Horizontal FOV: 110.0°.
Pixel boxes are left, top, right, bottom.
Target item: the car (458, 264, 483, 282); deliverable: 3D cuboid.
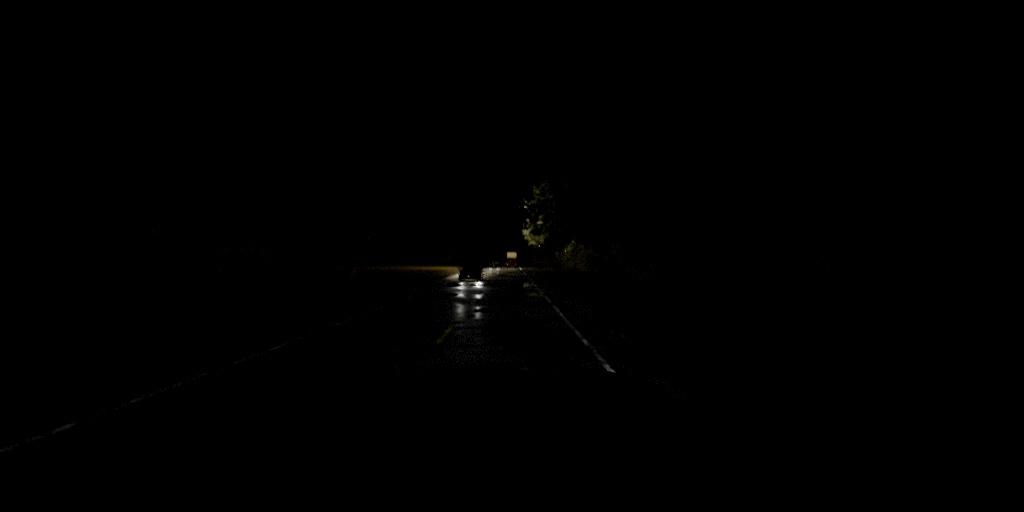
[{"bbox_3d":[-3.617,1.464,32.163,1.837,1.490,4.892,0,0,0],"label":"car"}]
